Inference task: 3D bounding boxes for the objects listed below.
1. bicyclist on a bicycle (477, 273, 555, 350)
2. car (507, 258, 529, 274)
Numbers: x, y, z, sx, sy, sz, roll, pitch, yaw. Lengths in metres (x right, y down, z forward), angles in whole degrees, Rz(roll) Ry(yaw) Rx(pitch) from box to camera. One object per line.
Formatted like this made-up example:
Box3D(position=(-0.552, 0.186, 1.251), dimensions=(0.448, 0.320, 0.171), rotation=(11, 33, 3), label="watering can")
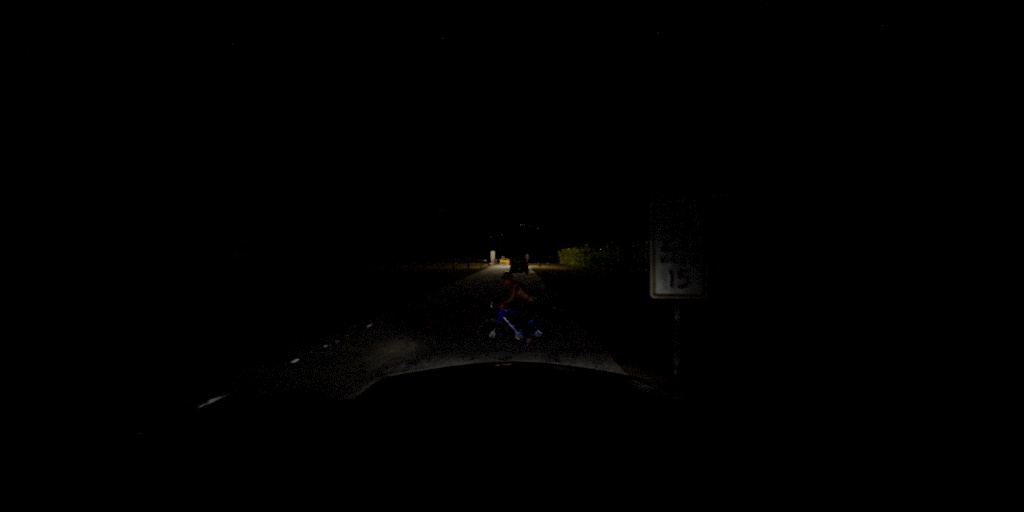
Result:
Box3D(position=(0.069, 1.178, 7.523), dimensions=(1.656, 1.620, 0.582), rotation=(-1, 0, 1), label="bicyclist on a bicycle")
Box3D(position=(0.762, 1.081, 37.497), dimensions=(1.882, 1.535, 5.008), rotation=(0, 0, 1), label="car")
